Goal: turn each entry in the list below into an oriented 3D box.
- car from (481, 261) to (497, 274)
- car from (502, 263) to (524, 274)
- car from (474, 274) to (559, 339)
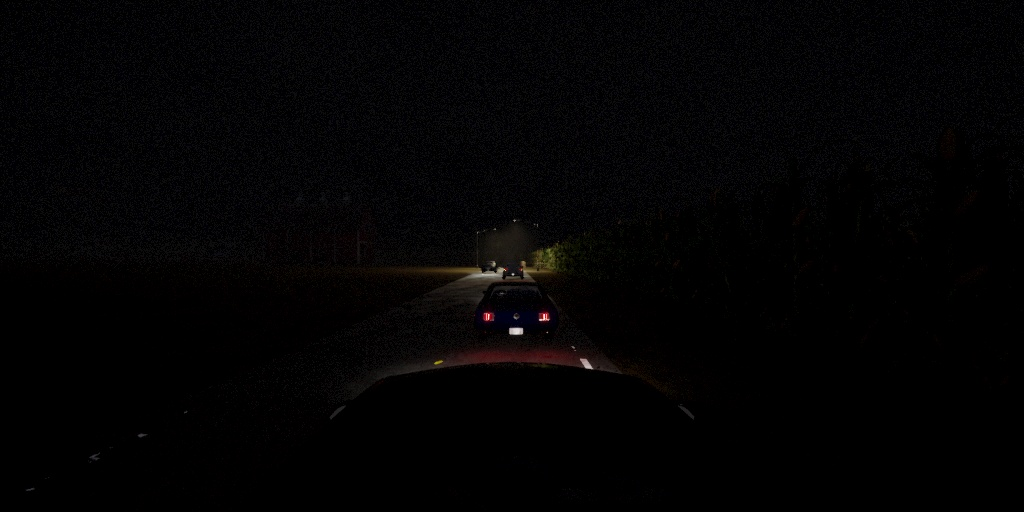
[{"bbox_3d":[-2.827,1.398,45.051,2.128,1.511,4.902,0,-1,0],"label":"car"},{"bbox_3d":[0.095,1.331,32.600,1.812,1.442,4.674,0,0,0],"label":"car"},{"bbox_3d":[0.097,1.356,10.037,1.895,1.301,4.718,0,0,0],"label":"car"}]
